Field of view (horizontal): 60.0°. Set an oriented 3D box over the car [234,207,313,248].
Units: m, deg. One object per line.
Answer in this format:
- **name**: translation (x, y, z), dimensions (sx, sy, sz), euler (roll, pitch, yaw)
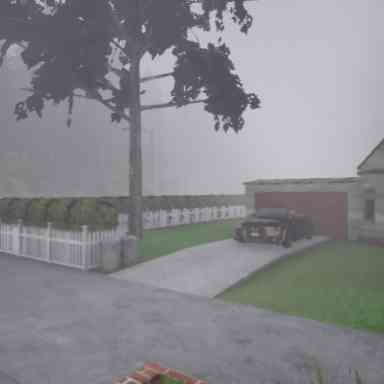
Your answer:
- **car**: translation (3.353, 1.302, 13.255), dimensions (1.994, 1.381, 4.181), euler (0, 0, 36)
